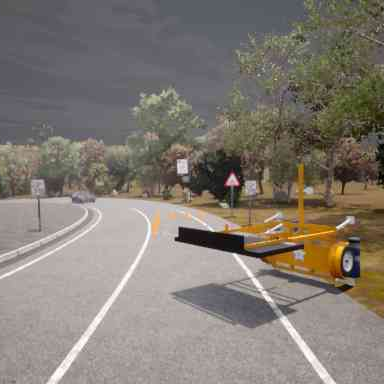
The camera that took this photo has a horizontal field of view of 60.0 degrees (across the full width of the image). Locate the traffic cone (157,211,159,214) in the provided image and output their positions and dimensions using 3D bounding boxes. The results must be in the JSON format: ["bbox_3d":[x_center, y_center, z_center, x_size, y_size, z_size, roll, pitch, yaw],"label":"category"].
[{"bbox_3d":[-2.159,1.635,20.511,0.340,0.580,0.340,-1,2,-4],"label":"traffic cone"}]

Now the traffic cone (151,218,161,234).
[{"bbox_3d":[-1.862,1.751,16.524,0.340,0.580,0.340,-1,2,-4],"label":"traffic cone"}]

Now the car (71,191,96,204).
[{"bbox_3d":[-14.764,0.647,45.099,2.097,1.767,4.553,-5,3,-36],"label":"car"}]

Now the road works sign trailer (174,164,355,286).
[{"bbox_3d":[1.687,0.774,7.440,3.560,2.880,2.380,-1,1,-38],"label":"road works sign trailer"}]

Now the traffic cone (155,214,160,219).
[{"bbox_3d":[-2.010,1.693,18.519,0.340,0.580,0.340,-1,2,-4],"label":"traffic cone"}]
